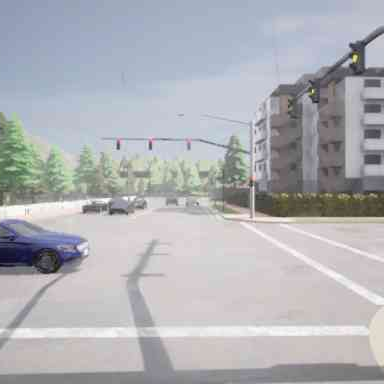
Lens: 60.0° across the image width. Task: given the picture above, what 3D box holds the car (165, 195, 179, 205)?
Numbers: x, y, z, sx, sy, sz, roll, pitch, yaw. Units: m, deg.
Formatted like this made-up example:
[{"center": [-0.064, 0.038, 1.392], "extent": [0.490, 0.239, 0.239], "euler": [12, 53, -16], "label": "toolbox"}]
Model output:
[{"center": [-3.441, 1.388, 58.025], "extent": [2.097, 1.767, 4.553], "euler": [0, 0, 0], "label": "car"}]

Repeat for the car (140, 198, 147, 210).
[{"center": [-7.033, 1.518, 43.709], "extent": [2.128, 1.511, 4.902], "euler": [0, 0, 0], "label": "car"}]

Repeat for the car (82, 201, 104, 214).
[{"center": [-10.536, 1.623, 36.647], "extent": [1.895, 1.301, 4.718], "euler": [0, 0, 0], "label": "car"}]

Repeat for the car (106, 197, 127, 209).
[{"center": [-10.517, 1.506, 46.687], "extent": [1.882, 1.535, 5.008], "euler": [0, 0, 0], "label": "car"}]

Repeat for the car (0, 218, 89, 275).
[{"center": [-5.492, 1.532, 9.900], "extent": [4.674, 1.442, 1.812], "euler": [0, 0, 0], "label": "car"}]

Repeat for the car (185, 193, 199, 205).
[{"center": [0.059, 1.257, 58.096], "extent": [2.150, 2.045, 5.566], "euler": [0, 0, 0], "label": "car"}]

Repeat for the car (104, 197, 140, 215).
[{"center": [-7.049, 1.568, 34.059], "extent": [2.033, 1.411, 5.357], "euler": [0, 0, 1], "label": "car"}]
